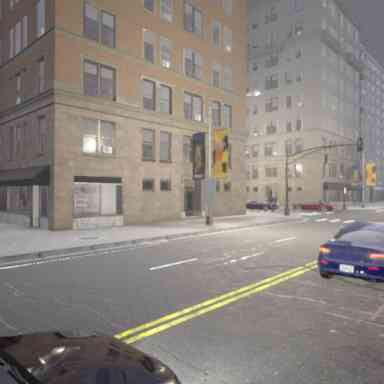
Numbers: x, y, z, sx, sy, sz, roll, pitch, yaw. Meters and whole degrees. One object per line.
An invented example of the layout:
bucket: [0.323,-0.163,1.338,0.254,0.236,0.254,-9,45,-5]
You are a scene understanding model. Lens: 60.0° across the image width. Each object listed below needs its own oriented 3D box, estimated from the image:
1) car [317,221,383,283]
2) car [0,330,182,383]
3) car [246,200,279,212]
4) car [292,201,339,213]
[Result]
car: [4.994,1.527,9.047,1.812,1.442,4.674,0,0,43]
car: [-1.838,1.564,1.707,1.994,1.385,4.181,0,0,43]
car: [7.706,1.587,38.816,4.718,1.301,1.895,0,0,43]
car: [13.733,1.605,37.198,4.718,1.301,1.895,0,0,43]
